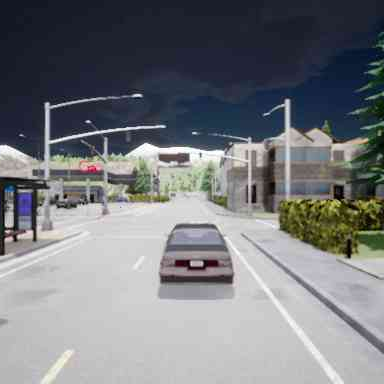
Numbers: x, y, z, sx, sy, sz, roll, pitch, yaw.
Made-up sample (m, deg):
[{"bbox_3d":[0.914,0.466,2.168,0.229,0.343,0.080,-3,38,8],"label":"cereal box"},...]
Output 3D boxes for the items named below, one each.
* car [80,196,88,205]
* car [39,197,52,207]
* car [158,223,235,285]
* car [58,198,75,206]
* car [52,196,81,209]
[{"bbox_3d":[-22.601,1.732,68.229,1.905,1.878,3.866,0,0,0],"label":"car"},{"bbox_3d":[-25.869,1.699,60.353,1.932,1.855,4.605,0,0,0],"label":"car"},{"bbox_3d":[0.104,1.615,9.737,2.033,1.411,5.357,0,0,0],"label":"car"},{"bbox_3d":[-25.927,2.020,68.830,1.970,1.475,3.806,0,0,0],"label":"car"},{"bbox_3d":[-18.904,1.832,50.357,2.007,1.523,4.514,0,0,0],"label":"car"}]
